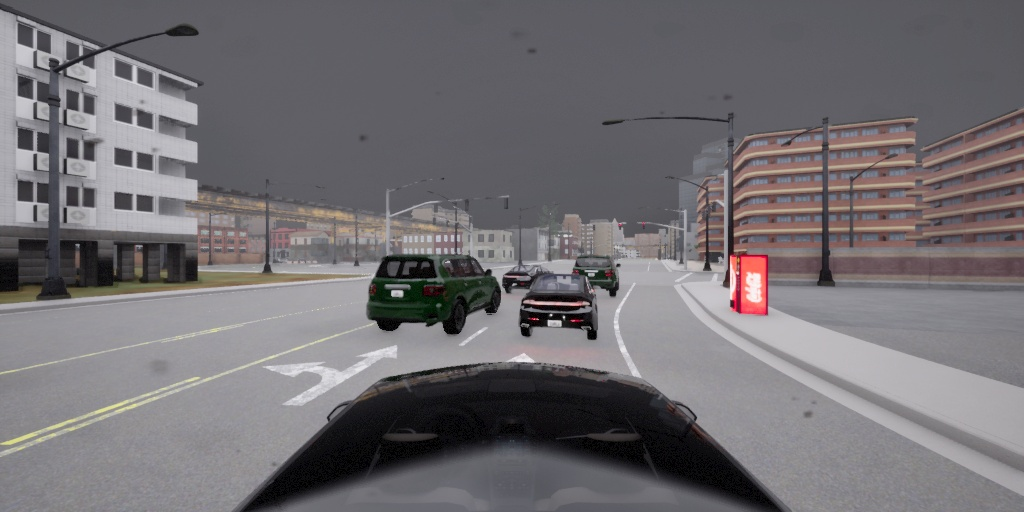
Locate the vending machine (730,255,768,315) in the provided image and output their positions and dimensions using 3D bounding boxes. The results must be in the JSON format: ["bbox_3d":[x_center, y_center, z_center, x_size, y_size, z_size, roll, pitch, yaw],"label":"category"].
[{"bbox_3d":[7.821,0.945,11.848,1.100,2.100,0.880,0,0,20],"label":"vending machine"}]

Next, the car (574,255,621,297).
[{"bbox_3d":[4.572,0.971,19.341,2.150,2.045,5.566,0,0,19],"label":"car"}]

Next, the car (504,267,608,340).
[{"bbox_3d":[1.444,1.241,10.101,2.128,1.511,4.902,0,0,12],"label":"car"}]

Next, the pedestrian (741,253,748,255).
[{"bbox_3d":[8.055,0.795,12.467,0.375,1.860,0.375,0,0,21],"label":"pedestrian"}]

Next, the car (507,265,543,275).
[{"bbox_3d":[1.124,1.241,20.177,2.128,1.511,4.902,0,0,24],"label":"car"}]

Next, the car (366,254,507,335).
[{"bbox_3d":[-1.988,0.970,10.816,2.150,2.045,5.566,0,0,14],"label":"car"}]
